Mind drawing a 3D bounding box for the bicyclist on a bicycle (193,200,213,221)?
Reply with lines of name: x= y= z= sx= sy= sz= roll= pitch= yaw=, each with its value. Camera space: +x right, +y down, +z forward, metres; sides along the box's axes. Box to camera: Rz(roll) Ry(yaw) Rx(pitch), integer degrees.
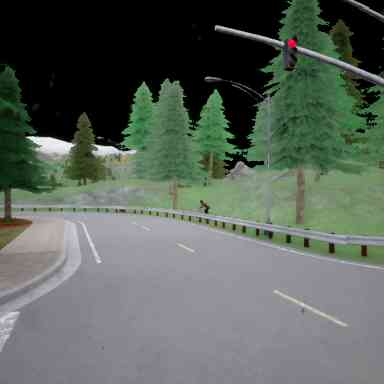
bicyclist on a bicycle: x=0.876 y=1.432 z=25.515 sx=1.656 sy=1.620 sz=0.582 roll=-1 pitch=2 yaw=-20
